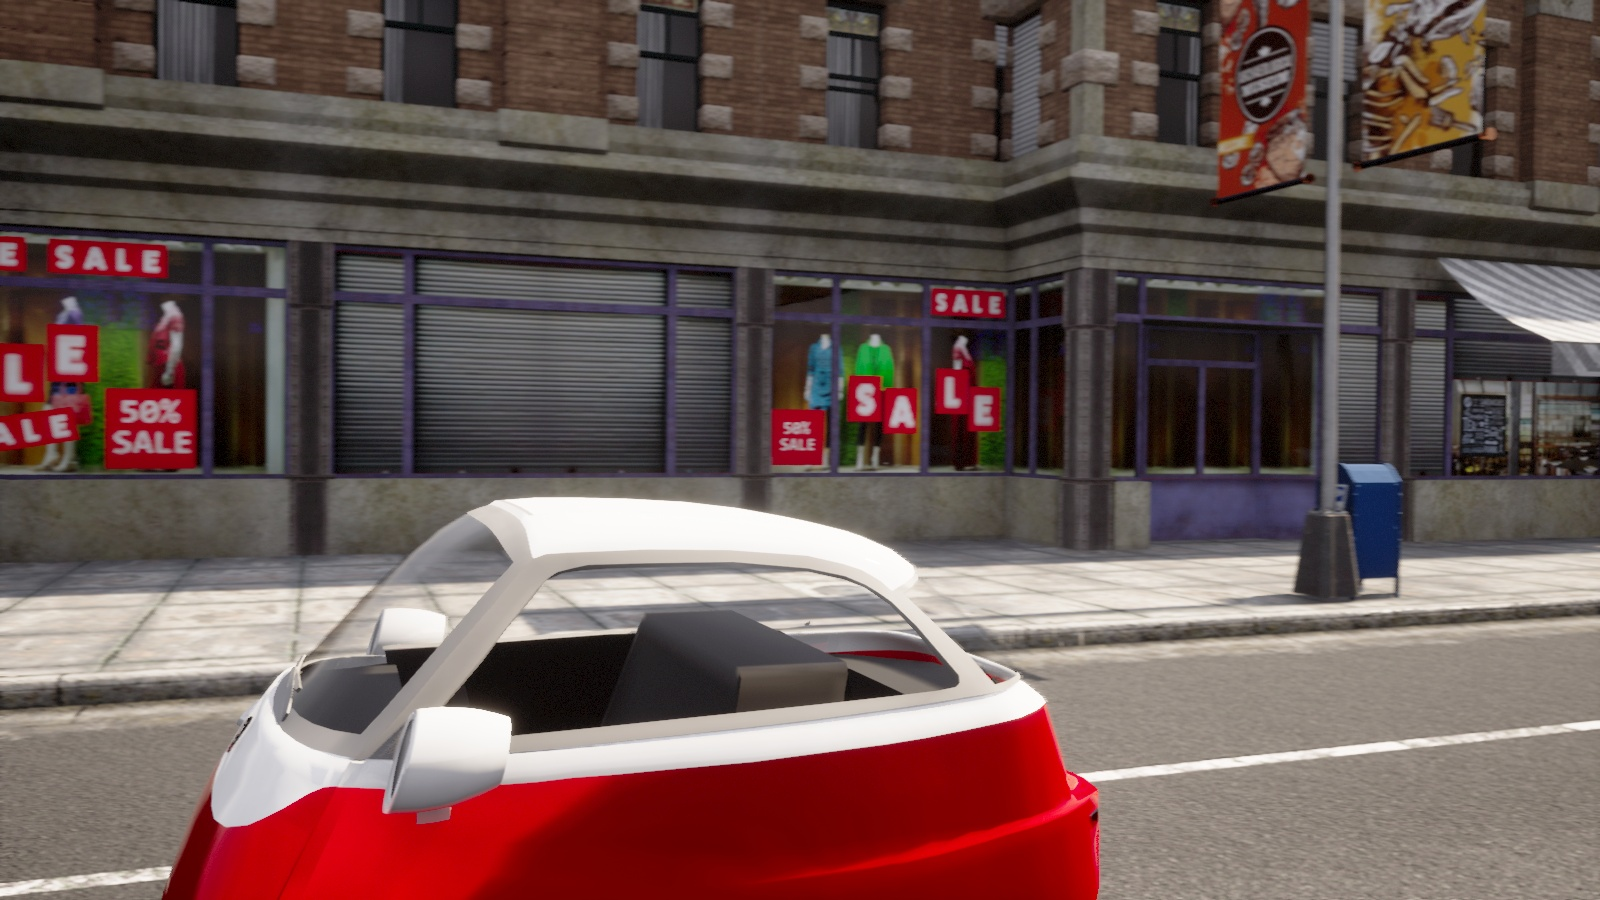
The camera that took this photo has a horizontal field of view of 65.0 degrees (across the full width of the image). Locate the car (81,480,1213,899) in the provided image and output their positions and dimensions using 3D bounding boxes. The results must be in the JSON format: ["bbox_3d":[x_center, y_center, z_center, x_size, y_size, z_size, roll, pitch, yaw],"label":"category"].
[{"bbox_3d":[-0.374,0.806,3.098,2.207,1.376,1.481,-1,1,-21],"label":"car"}]
